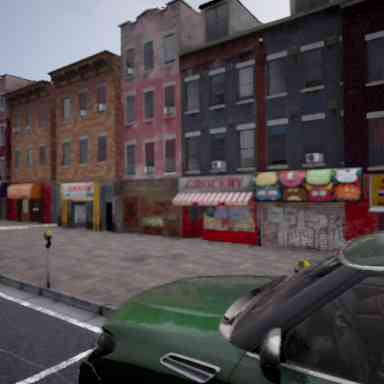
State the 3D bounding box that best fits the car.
[{"bbox_3d":[1.700,1.231,2.015,5.566,2.045,2.150,0,0,36],"label":"car"}]
